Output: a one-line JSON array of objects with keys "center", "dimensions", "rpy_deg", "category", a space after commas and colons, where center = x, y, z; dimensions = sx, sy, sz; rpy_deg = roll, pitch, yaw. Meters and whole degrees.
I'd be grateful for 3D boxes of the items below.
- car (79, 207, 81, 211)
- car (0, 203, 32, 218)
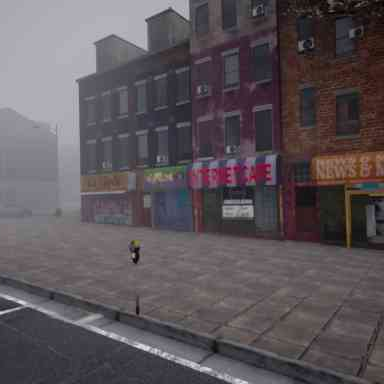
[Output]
[{"center": [-10.006, 1.606, 37.598], "dimensions": [2.033, 1.411, 5.357], "rpy_deg": [-2, -1, 35], "category": "car"}, {"center": [-16.225, 1.628, 28.949], "dimensions": [1.994, 1.385, 4.181], "rpy_deg": [-2, -1, 36], "category": "car"}]
